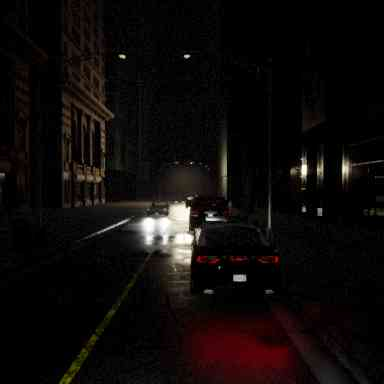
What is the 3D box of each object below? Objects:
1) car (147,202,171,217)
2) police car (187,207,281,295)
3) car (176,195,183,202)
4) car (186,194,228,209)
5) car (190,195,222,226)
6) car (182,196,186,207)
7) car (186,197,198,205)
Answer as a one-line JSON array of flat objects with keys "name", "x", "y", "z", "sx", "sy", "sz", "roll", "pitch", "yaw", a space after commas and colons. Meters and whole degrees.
[{"name": "car", "x": -3.070, "y": 1.613, "z": 31.298, "sx": 1.895, "sy": 1.301, "sz": 4.718, "roll": 0, "pitch": 0, "yaw": 0}, {"name": "police car", "x": 0.906, "y": 1.425, "z": 8.876, "sx": 1.930, "sy": 1.638, "sz": 5.238, "roll": 0, "pitch": 0, "yaw": 0}, {"name": "car", "x": -2.922, "y": 1.488, "z": 80.450, "sx": 1.882, "sy": 1.535, "sz": 5.008, "roll": 0, "pitch": 0, "yaw": 0}, {"name": "car", "x": 0.917, "y": 1.230, "z": 18.796, "sx": 2.150, "sy": 2.045, "sz": 5.566, "roll": 0, "pitch": 0, "yaw": 0}, {"name": "car", "x": 0.923, "y": 1.234, "z": 24.797, "sx": 2.150, "sy": 2.045, "sz": 5.566, "roll": 0, "pitch": 0, "yaw": 0}, {"name": "car", "x": 0.057, "y": 1.508, "z": 46.180, "sx": 2.128, "sy": 1.511, "sz": 4.902, "roll": 0, "pitch": 0, "yaw": 0}, {"name": "car", "x": 0.058, "y": 1.564, "z": 59.869, "sx": 2.033, "sy": 1.411, "sz": 5.357, "roll": 0, "pitch": 0, "yaw": 0}]
